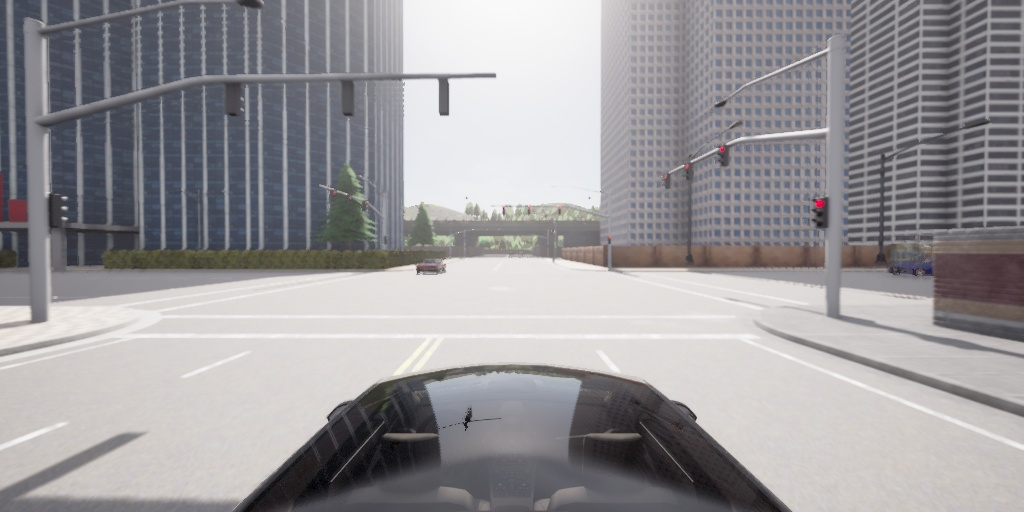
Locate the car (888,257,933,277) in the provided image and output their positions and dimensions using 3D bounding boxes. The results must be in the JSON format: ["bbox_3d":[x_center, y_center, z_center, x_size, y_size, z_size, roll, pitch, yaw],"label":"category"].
[{"bbox_3d":[32.629,0.823,28.140,5.008,1.535,1.882,0,1,1],"label":"car"}]

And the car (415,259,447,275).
[{"bbox_3d":[-7.009,0.912,31.409,1.895,1.301,4.718,0,1,0],"label":"car"}]
